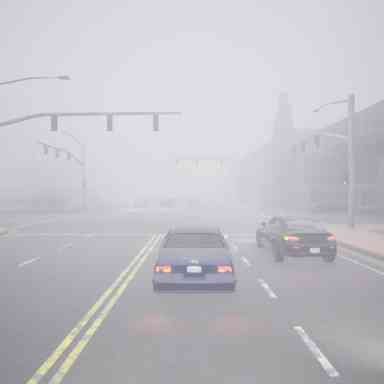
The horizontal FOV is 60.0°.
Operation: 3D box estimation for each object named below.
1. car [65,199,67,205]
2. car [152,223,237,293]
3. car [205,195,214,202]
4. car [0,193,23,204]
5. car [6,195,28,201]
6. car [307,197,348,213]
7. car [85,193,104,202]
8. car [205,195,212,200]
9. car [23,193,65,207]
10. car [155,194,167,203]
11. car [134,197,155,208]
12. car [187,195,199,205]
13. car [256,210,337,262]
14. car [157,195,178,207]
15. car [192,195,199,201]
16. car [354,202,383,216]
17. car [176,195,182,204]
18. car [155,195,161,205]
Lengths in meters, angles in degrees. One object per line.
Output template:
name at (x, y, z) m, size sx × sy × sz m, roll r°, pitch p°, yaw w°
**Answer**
car at (-21.415, 1.156, 51.285) m, size 3.866 × 1.878 × 1.905 m, roll 0°, pitch 0°, yaw 0°
car at (0.060, 1.547, 8.963) m, size 2.033 × 1.411 × 5.357 m, roll 0°, pitch 0°, yaw 0°
car at (4.102, 1.549, 78.736) m, size 1.994 × 1.385 × 4.181 m, roll 0°, pitch 0°, yaw 2°
car at (-38.960, 1.153, 70.899) m, size 4.605 × 1.855 × 1.932 m, roll 0°, pitch 0°, yaw 0°
car at (-38.895, 1.364, 73.795) m, size 3.905 × 1.438 × 1.784 m, roll 0°, pitch 0°, yaw 0°
car at (14.672, 1.353, 35.220) m, size 4.553 × 1.767 × 2.097 m, roll 0°, pitch 0°, yaw 0°
car at (-21.440, 1.156, 70.909) m, size 3.866 × 1.878 × 1.905 m, roll 0°, pitch 0°, yaw 0°
car at (4.359, 1.469, 88.527) m, size 1.994 × 1.385 × 4.181 m, roll 0°, pitch 0°, yaw 2°
car at (-21.471, 1.153, 48.391) m, size 4.605 × 1.855 × 1.932 m, roll 0°, pitch 0°, yaw 0°
car at (-6.582, 1.355, 71.850) m, size 2.097 × 1.767 × 4.553 m, roll 0°, pitch 0°, yaw 2°
car at (-7.226, 1.491, 48.793) m, size 2.128 × 1.511 × 4.902 m, roll 0°, pitch 0°, yaw 1°
car at (0.185, 1.477, 58.688) m, size 1.882 × 1.535 × 5.008 m, roll 0°, pitch 0°, yaw 1°
car at (3.566, 1.526, 11.954) m, size 1.812 × 1.442 × 4.674 m, roll 0°, pitch 0°, yaw 0°
car at (-3.687, 1.601, 50.885) m, size 1.895 × 1.301 × 4.718 m, roll 0°, pitch 0°, yaw 1°
car at (0.860, 1.524, 88.613) m, size 1.812 × 1.442 × 4.674 m, roll 0°, pitch 0°, yaw 2°
car at (18.263, 1.600, 31.706) m, size 4.718 × 1.301 × 1.895 m, roll 0°, pitch 0°, yaw 0°
car at (-3.431, 1.564, 60.943) m, size 1.994 × 1.385 × 4.181 m, roll 0°, pitch 0°, yaw 2°
car at (-7.012, 1.563, 58.360) m, size 1.994 × 1.385 × 4.181 m, roll 0°, pitch 0°, yaw 2°
